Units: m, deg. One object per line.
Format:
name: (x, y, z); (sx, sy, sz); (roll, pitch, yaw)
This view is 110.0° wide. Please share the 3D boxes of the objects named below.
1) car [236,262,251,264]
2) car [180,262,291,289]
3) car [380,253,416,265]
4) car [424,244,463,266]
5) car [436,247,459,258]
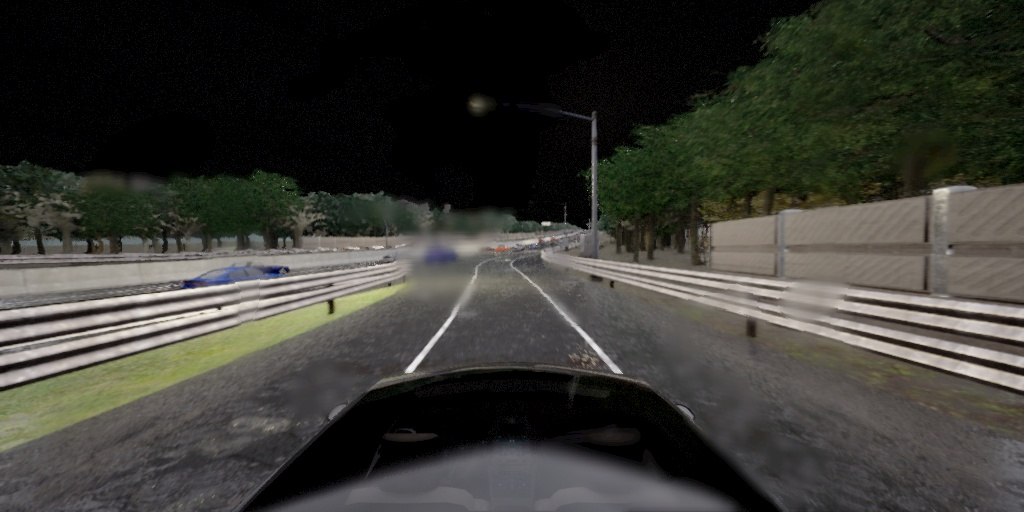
car: (-19.255, 1.109, 26.889); (1.895, 1.301, 4.718); (1, 3, 15)
car: (-14.207, 1.346, 18.868); (1.882, 1.535, 5.008); (1, 3, 15)
car: (-12.253, 0.364, 39.025); (2.128, 1.511, 4.902); (1, 3, 16)
car: (-8.009, -0.043, 41.214); (2.150, 2.045, 5.566); (1, 3, 16)
car: (-10.444, -0.612, 58.399); (1.837, 1.490, 4.892); (1, 3, 16)
